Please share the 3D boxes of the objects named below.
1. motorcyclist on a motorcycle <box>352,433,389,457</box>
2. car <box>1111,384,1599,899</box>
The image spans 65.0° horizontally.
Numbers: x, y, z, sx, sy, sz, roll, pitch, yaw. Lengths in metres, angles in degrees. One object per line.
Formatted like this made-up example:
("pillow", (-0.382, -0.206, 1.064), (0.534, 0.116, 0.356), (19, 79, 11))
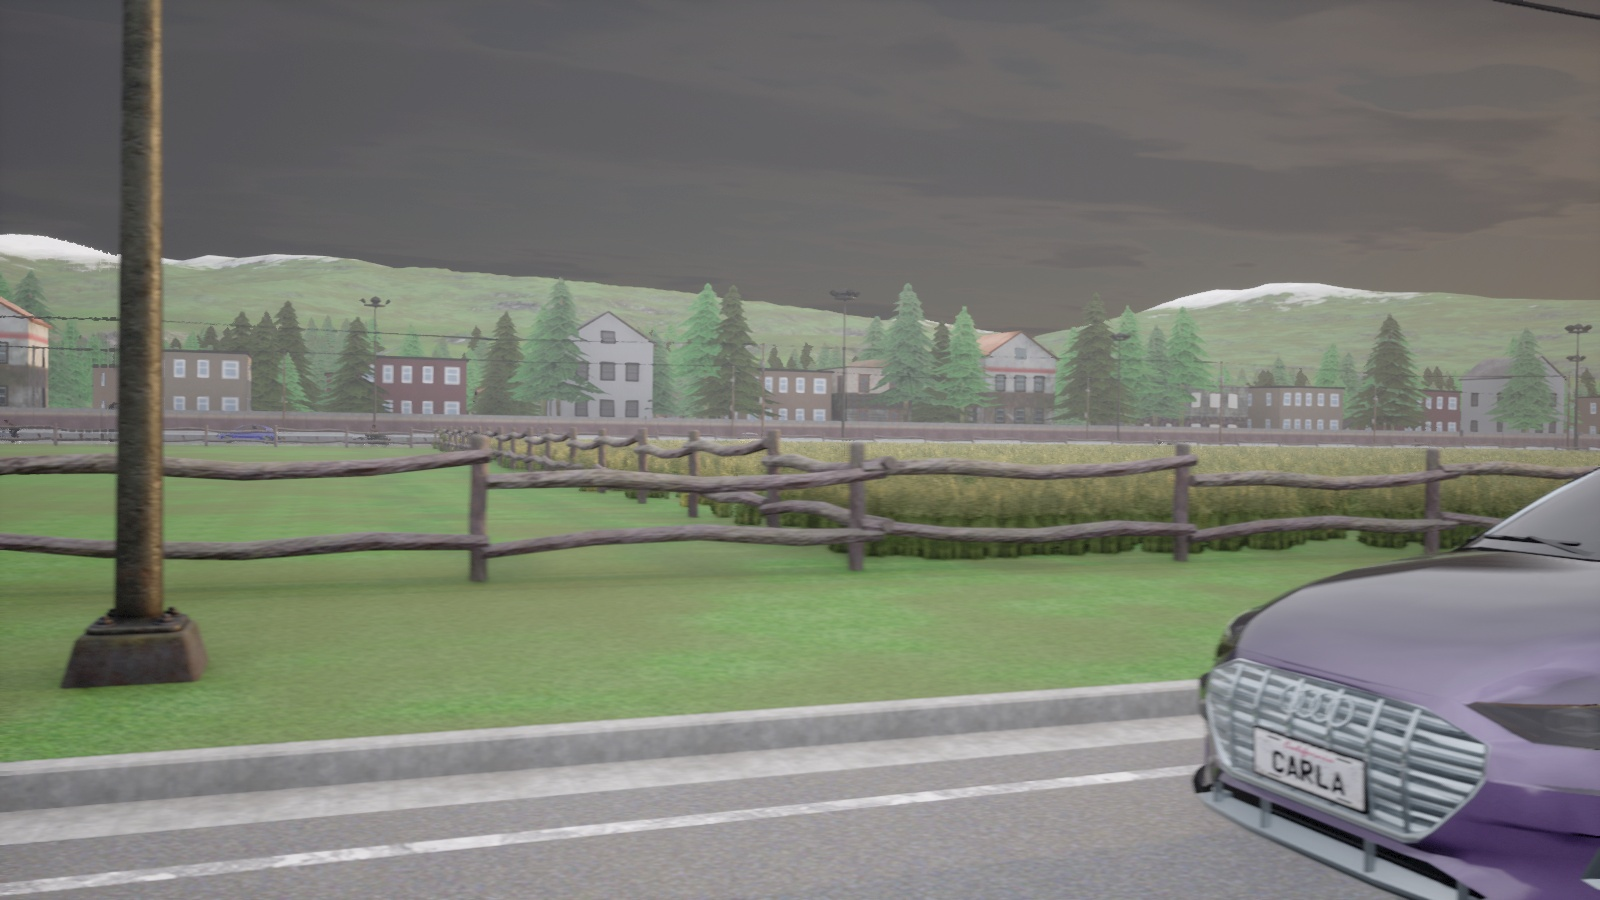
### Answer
("motorcyclist on a motorcycle", (-30.016, -0.343, 87.781), (2.350, 1.649, 0.766), (-1, 1, -21))
("car", (3.817, 0.629, 4.688), (4.856, 1.649, 2.033), (-1, 1, -21))
